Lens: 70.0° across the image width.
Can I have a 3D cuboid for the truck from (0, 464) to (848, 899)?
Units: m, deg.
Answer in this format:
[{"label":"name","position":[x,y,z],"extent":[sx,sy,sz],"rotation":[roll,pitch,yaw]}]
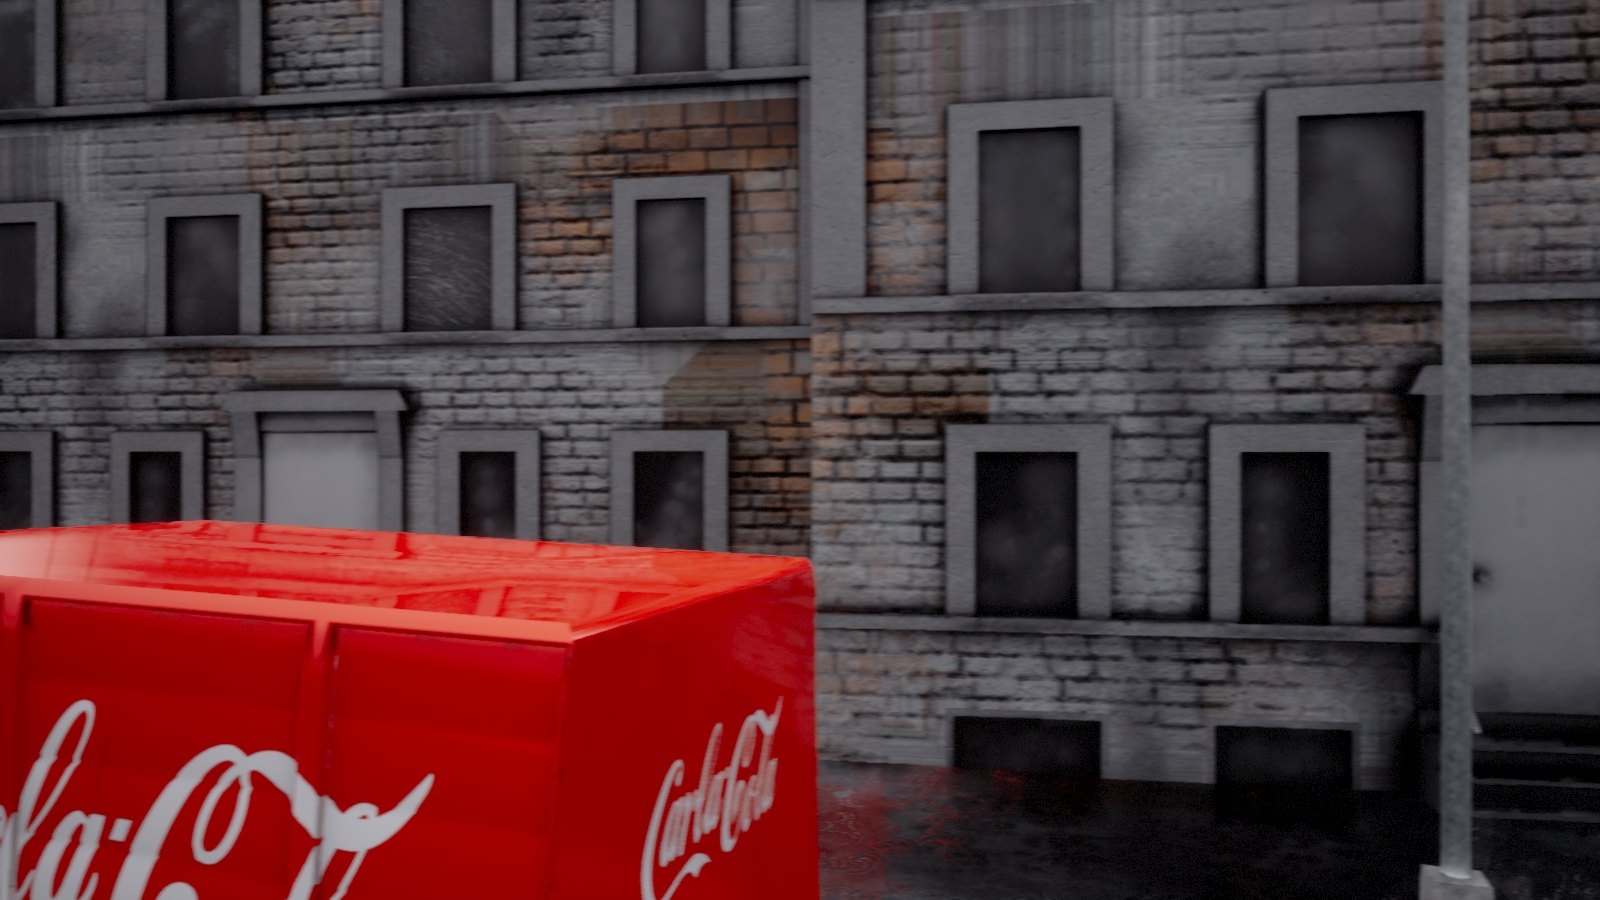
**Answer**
[{"label":"truck","position":[-2.700,1.363,4.646],"extent":[5.204,2.467,2.627],"rotation":[1,0,19]}]
